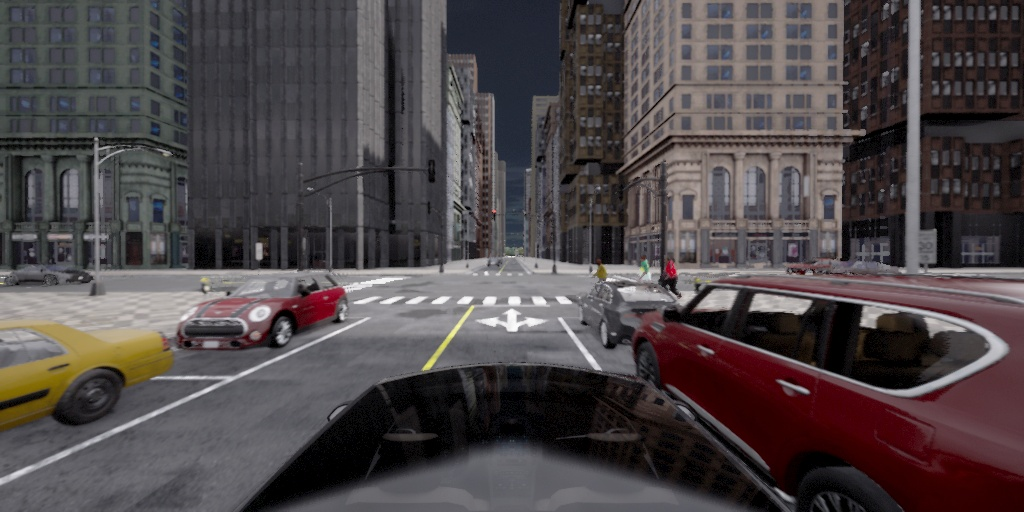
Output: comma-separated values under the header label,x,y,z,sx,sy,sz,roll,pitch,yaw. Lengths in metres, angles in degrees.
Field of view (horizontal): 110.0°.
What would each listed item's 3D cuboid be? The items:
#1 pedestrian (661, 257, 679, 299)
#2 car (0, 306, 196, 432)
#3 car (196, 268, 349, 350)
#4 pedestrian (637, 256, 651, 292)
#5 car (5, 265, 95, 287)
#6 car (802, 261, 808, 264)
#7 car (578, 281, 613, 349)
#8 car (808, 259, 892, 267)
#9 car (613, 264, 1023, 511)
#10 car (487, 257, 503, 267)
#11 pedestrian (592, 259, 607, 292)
label,x,y,z,sx,sy,sz,roll,pitch,yaw
pedestrian,6.583,0.837,14.935,0.375,1.860,0.375,0,0,0
car,-5.763,1.268,3.089,1.751,1.417,4.829,0,0,0
car,-5.763,1.157,8.861,1.967,1.591,4.097,0,0,0
pedestrian,5.311,0.837,14.335,0.375,1.860,0.375,0,0,0
car,-31.168,1.303,24.269,4.181,1.385,1.994,0,0,0
car,26.501,1.001,30.928,5.008,1.535,1.882,0,0,0
car,2.763,1.268,8.862,2.007,1.370,4.403,0,0,0
car,26.602,1.099,27.681,5.357,1.411,2.033,0,0,0
car,2.762,1.058,3.260,2.192,1.841,5.009,0,0,0
car,-2.895,0.998,56.836,2.128,1.511,4.902,0,0,1
pedestrian,3.812,0.982,15.537,0.375,1.860,0.375,0,0,0
